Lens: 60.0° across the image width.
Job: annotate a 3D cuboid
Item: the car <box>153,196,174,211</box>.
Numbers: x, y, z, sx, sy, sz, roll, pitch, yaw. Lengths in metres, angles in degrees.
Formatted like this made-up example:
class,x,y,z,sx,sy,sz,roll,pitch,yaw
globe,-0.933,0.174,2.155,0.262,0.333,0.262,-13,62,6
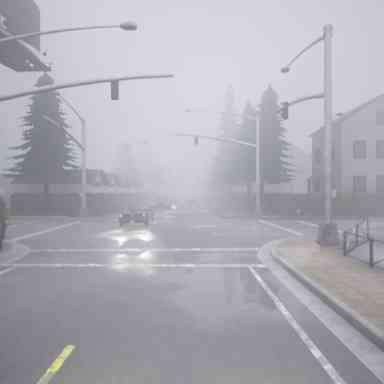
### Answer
class,x,y,z,sx,sy,sz,roll,pitch,yaw
car,-3.679,1.336,40.710,2.097,1.767,4.553,0,0,0

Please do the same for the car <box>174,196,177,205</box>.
class,x,y,z,sx,sy,sz,roll,pitch,yaw
car,-3.621,1.491,59.421,2.128,1.511,4.902,0,0,0

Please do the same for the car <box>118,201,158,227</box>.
class,x,y,z,sx,sy,sz,roll,pitch,yaw
car,-3.667,1.526,22.583,1.895,1.301,4.718,-1,0,0

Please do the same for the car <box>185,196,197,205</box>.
class,x,y,z,sx,sy,sz,roll,pitch,yaw
car,-0.121,1.468,59.259,2.128,1.511,4.902,0,0,0
